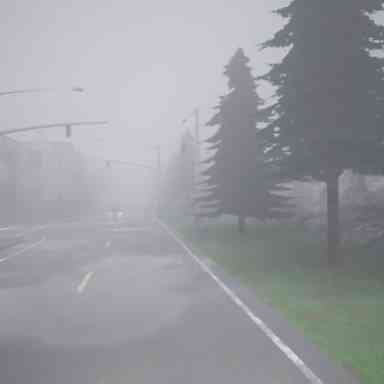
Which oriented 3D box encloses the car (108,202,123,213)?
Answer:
[{"bbox_3d":[-11.750,2.393,51.255,1.837,1.490,4.892,-1,0,-10],"label":"car"}]
